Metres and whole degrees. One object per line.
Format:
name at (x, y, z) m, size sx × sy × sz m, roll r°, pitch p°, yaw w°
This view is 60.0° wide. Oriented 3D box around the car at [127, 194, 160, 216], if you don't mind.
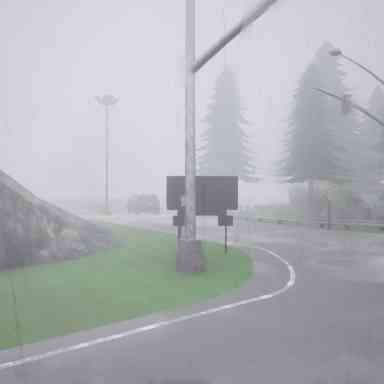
car at (-4.847, 1.223, 32.532) m, size 2.150 × 2.045 × 5.566 m, roll -1°, pitch 0°, yaw -23°
